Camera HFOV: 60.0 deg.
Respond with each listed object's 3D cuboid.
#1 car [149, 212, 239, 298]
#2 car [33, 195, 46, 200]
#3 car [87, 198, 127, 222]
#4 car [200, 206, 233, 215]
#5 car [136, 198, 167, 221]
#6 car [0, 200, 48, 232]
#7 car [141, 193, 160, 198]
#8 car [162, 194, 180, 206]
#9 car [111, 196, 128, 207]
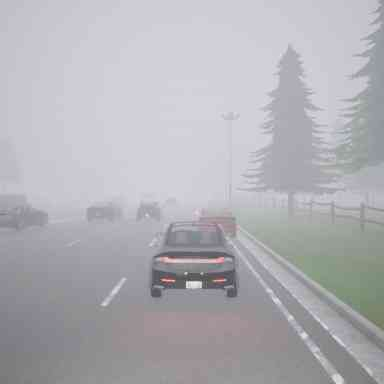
[{"bbox_3d":[0.052,1.491,8.529,2.128,1.511,4.902,0,0,0],"label":"car"},{"bbox_3d":[-36.660,1.525,80.007,2.128,1.511,4.902,0,0,-42],"label":"car"},{"bbox_3d":[-6.899,1.477,26.704,1.882,1.535,5.008,0,0,0],"label":"car"},{"bbox_3d":[1.225,1.478,17.871,1.882,1.535,5.008,0,0,0],"label":"car"},{"bbox_3d":[-3.399,1.504,27.567,1.837,1.490,4.892,0,0,0],"label":"car"},{"bbox_3d":[-10.400,1.491,19.974,2.128,1.511,4.902,0,0,0],"label":"car"},{"bbox_3d":[-6.900,1.222,53.102,2.150,2.045,5.566,0,0,0],"label":"car"},{"bbox_3d":[-3.398,1.477,55.706,1.882,1.535,5.008,0,0,0],"label":"car"},{"bbox_3d":[-10.400,1.351,47.043,2.097,1.767,4.553,0,0,0],"label":"car"}]
